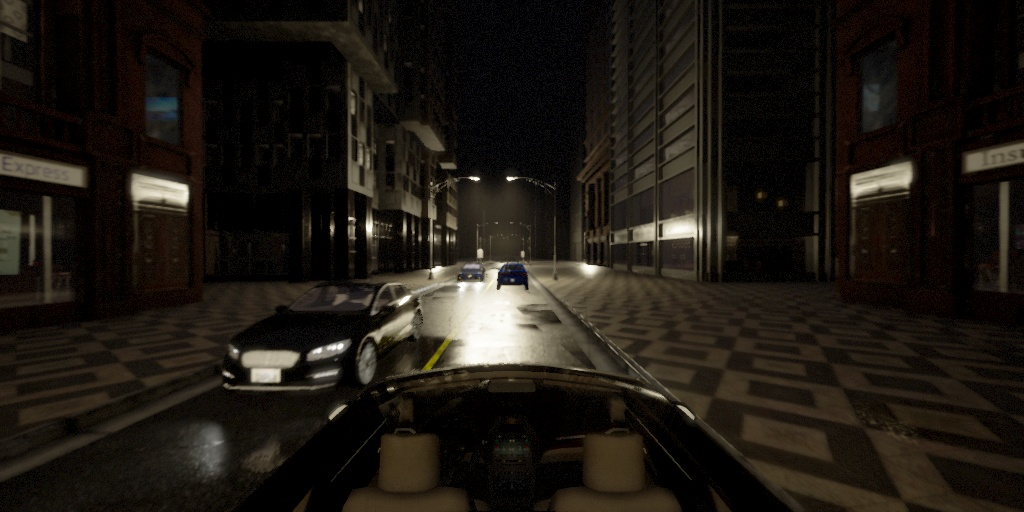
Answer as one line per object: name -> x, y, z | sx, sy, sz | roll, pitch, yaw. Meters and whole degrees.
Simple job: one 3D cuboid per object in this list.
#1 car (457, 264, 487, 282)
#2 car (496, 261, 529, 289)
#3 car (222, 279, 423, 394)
car -> -3.057, 1.283, 28.081 | 1.994, 1.385, 4.181 | 0, 0, 1
car -> 0.051, 1.202, 22.613 | 1.882, 1.535, 5.008 | 0, 0, 0
car -> -3.090, 1.234, 6.963 | 2.128, 1.511, 4.902 | 0, 0, 0
